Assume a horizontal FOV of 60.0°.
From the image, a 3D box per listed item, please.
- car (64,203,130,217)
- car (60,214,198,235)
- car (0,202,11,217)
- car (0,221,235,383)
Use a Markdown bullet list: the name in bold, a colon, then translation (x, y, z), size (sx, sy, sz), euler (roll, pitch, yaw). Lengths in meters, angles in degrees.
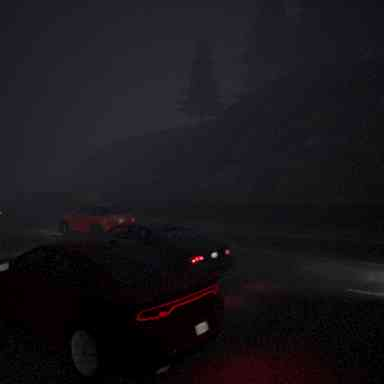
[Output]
- **car**: translation (-4.957, 1.402, 17.231), size (4.553, 1.767, 2.097), euler (0, 0, 41)
- **car**: translation (-1.414, 1.575, 9.580), size (5.357, 1.411, 2.033), euler (0, 0, 39)
- **car**: translation (-18.355, 1.615, 31.140), size (1.812, 1.442, 4.674), euler (0, 0, -40)
- **car**: translation (-1.842, 1.494, 5.533), size (5.008, 1.535, 1.882), euler (0, 0, 37)
